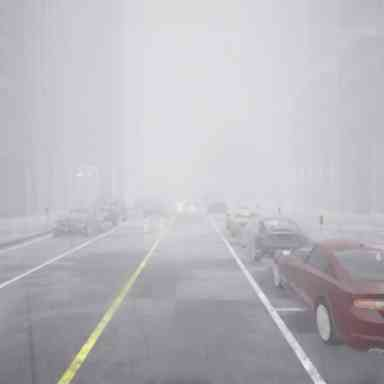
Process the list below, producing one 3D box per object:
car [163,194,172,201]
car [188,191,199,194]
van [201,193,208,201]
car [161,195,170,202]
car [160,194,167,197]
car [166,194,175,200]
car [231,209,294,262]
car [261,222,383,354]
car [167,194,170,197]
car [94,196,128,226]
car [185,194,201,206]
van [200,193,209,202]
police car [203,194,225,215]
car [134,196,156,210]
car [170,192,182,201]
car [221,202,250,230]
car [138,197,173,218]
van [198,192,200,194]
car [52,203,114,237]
[{"bbox_3d":[-5.796,1.237,79.196,1.967,1.590,4.097,0,0,0],"label":"car"},{"bbox_3d":[-0.029,0.888,71.728,2.150,2.045,5.566,0,0,0],"label":"car"},{"bbox_3d":[2.741,1.200,51.113,1.690,1.788,3.998,0,0,0],"label":"van"},{"bbox_3d":[-5.793,1.334,73.407,1.752,1.417,4.829,0,0,0],"label":"car"},{"bbox_3d":[-5.787,1.412,56.721,1.947,1.339,4.313,0,0,0],"label":"car"},{"bbox_3d":[-5.800,1.326,90.433,2.008,1.369,4.403,0,0,0],"label":"car"},{"bbox_3d":[2.757,1.514,11.779,2.008,1.369,4.403,0,0,0],"label":"car"},{"bbox_3d":[2.759,1.525,6.167,1.887,1.381,4.507,0,0,0],"label":"car"},{"bbox_3d":[-5.789,1.399,62.339,1.947,1.339,4.313,0,0,0],"label":"car"},{"bbox_3d":[-5.773,1.245,23.007,2.192,1.841,5.009,0,0,0],"label":"car"},{"bbox_3d":[-0.018,1.387,50.332,1.812,1.442,4.674,0,0,0],"label":"car"},{"bbox_3d":[2.731,1.150,73.586,1.690,1.788,3.998,0,0,0],"label":"van"},{"bbox_3d":[2.353,1.329,32.803,1.930,1.638,5.238,0,0,0],"label":"police car"},{"bbox_3d":[-5.780,1.452,39.865,1.947,1.339,4.313,0,0,0],"label":"car"},{"bbox_3d":[-3.029,1.122,70.770,2.033,1.411,5.357,0,0,0],"label":"car"},{"bbox_3d":[2.755,1.472,17.573,1.752,1.417,4.829,0,0,0],"label":"car"},{"bbox_3d":[-3.110,1.461,29.257,2.033,1.411,5.357,0,0,0],"label":"car"},{"bbox_3d":[2.734,1.162,67.968,1.690,1.788,3.998,0,0,0],"label":"van"},{"bbox_3d":[-5.770,1.497,17.390,2.008,1.369,4.403,0,0,0],"label":"car"}]
